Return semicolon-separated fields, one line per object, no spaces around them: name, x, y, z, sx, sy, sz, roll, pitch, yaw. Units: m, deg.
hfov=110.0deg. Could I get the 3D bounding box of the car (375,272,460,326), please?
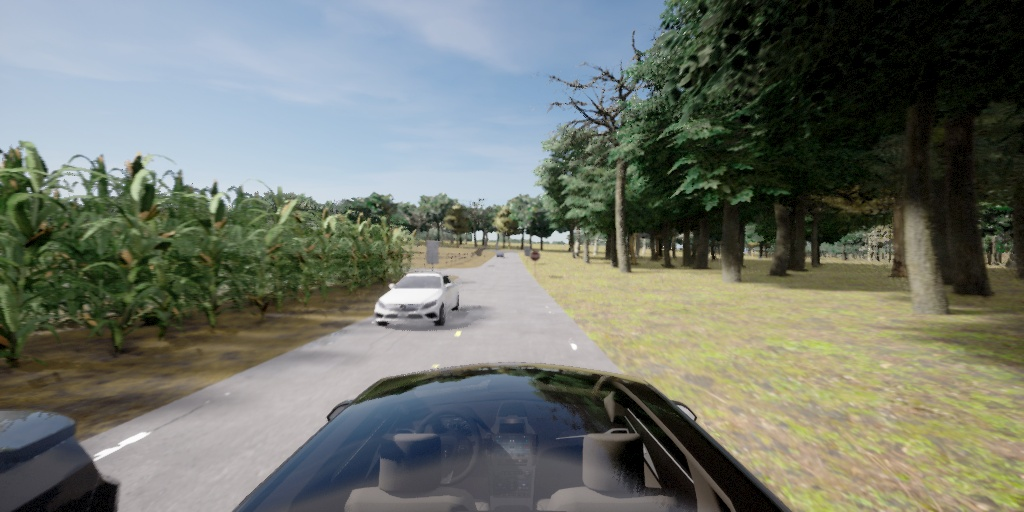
car;-2.846;1.258;11.711;1.812;1.442;4.674;0;0;0
